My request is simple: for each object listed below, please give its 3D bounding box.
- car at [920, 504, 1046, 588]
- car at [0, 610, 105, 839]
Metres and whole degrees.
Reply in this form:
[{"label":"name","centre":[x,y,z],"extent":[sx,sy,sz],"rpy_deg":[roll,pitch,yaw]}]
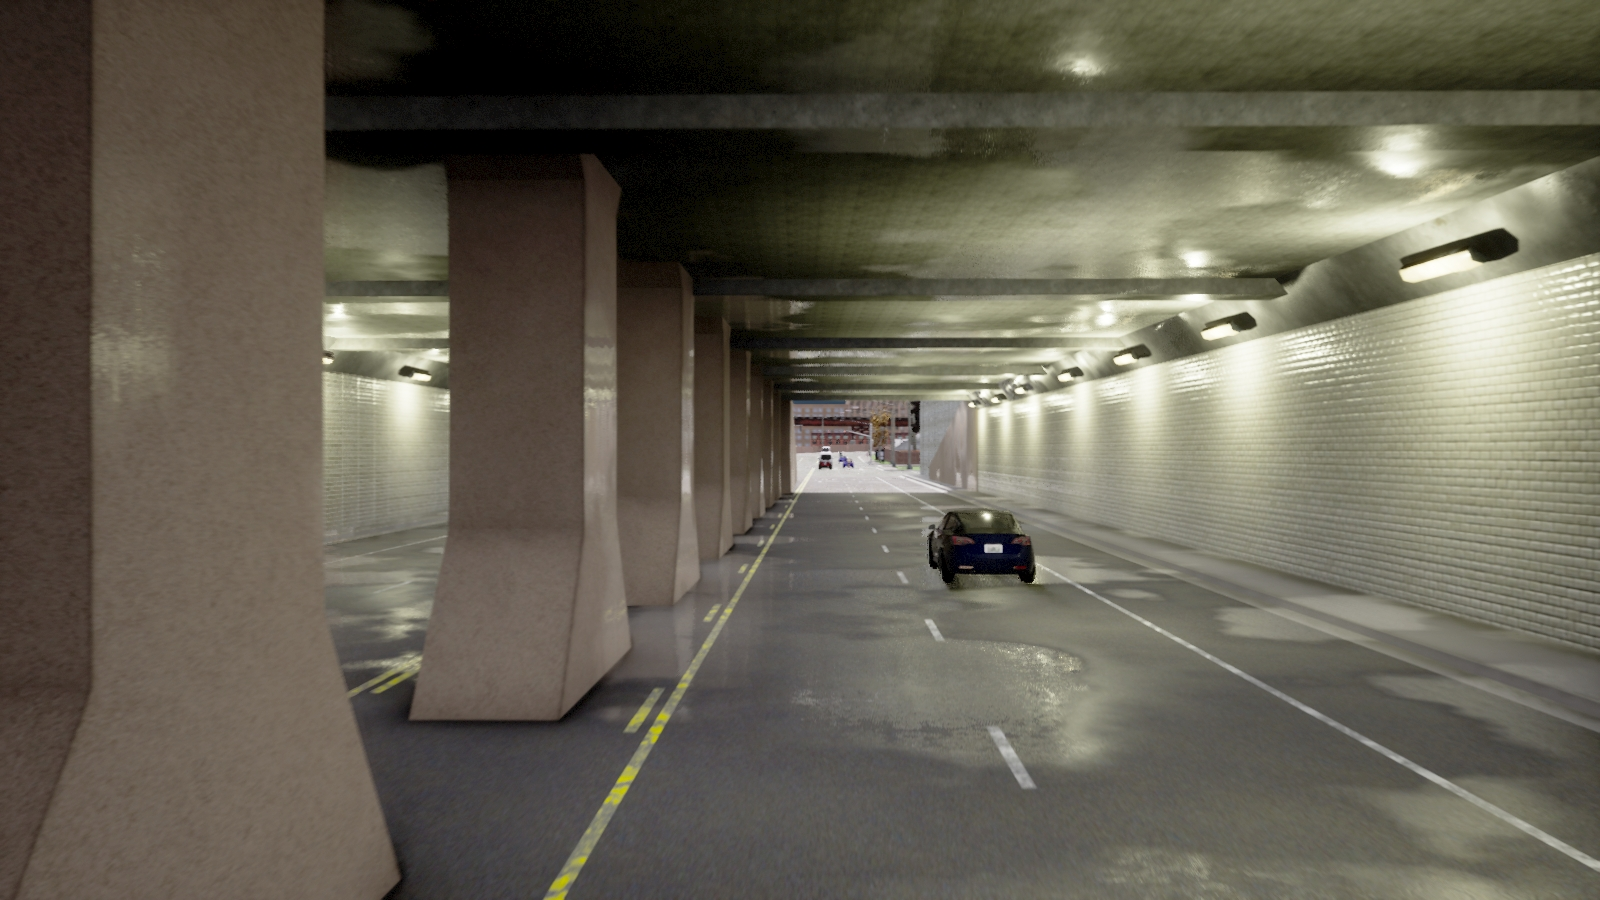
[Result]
[{"label":"car","centre":[3.983,2.063,25.696],"extent":[2.163,1.488,4.792],"rpy_deg":[0,0,1]},{"label":"car","centre":[-6.906,2.060,7.010],"extent":[2.231,1.480,4.892],"rpy_deg":[0,0,1]}]
